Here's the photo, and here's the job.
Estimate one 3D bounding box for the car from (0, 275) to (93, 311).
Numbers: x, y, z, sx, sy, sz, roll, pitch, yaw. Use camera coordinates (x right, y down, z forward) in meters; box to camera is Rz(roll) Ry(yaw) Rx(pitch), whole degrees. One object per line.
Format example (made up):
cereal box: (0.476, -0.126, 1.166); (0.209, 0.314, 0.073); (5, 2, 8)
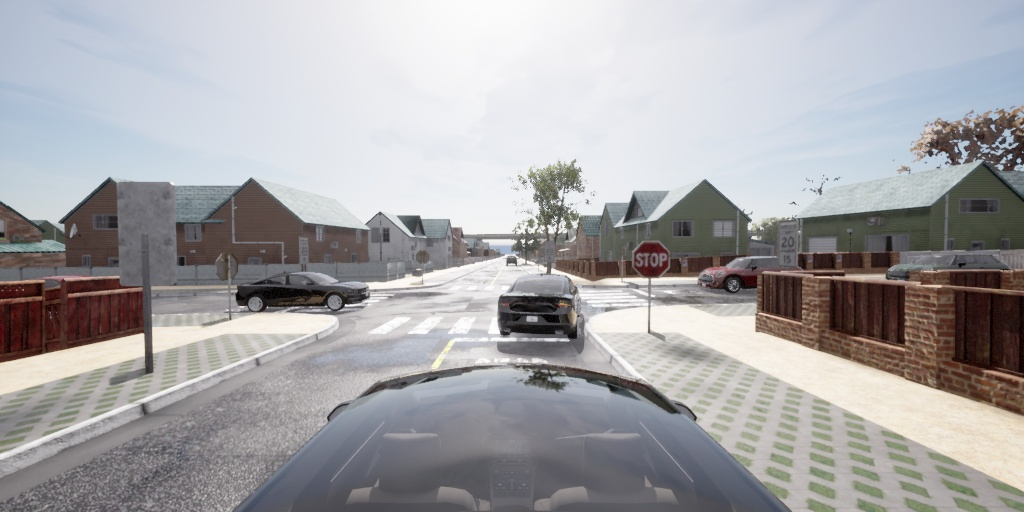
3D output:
car: (-18.032, 1.546, 14.689); (5.008, 1.535, 1.882); (-1, 2, 0)

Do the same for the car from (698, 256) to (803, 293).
car: (11.793, 0.819, 17.859); (4.553, 1.767, 2.097); (-1, 2, 0)

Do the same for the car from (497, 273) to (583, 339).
car: (0.951, 1.224, 10.241); (1.882, 1.535, 5.008); (0, 0, 12)

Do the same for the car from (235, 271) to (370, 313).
car: (-8.479, 1.376, 14.760); (5.008, 1.535, 1.882); (-1, 2, 0)

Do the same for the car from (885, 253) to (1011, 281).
car: (21.688, 0.645, 17.938); (4.553, 1.767, 2.097); (-1, 2, 0)
